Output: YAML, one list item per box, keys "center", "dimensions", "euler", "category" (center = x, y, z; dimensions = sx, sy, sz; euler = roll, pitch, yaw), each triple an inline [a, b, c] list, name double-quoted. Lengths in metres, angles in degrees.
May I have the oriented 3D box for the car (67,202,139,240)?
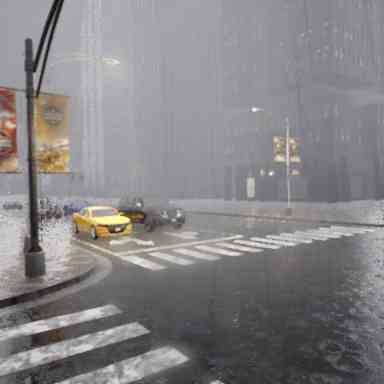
- center: [-4.954, 1.531, 17.924]
  dimensions: [1.882, 1.535, 5.008]
  euler: [-2, 1, -35]
  category: "car"

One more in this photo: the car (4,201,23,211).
- center: [-24.724, 1.862, 46.008]
  dimensions: [1.895, 1.301, 4.718]
  euler: [-2, 1, -35]
  category: "car"

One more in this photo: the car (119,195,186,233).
- center: [-2.650, 1.196, 20.249]
  dimensions: [2.150, 2.045, 5.566]
  euler: [-2, 1, -37]
  category: "car"

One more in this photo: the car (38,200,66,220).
- center: [-12.758, 1.701, 28.950]
  dimensions: [1.994, 1.385, 4.181]
  euler: [-2, 1, -35]
  category: "car"

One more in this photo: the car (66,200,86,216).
- center: [-10.849, 1.540, 31.872]
  dimensions: [1.882, 1.535, 5.008]
  euler: [-2, 1, -35]
  category: "car"

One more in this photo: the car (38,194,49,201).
- center: [-22.059, 1.393, 47.849]
  dimensions: [2.150, 2.045, 5.566]
  euler: [-2, 1, -35]
  category: "car"
